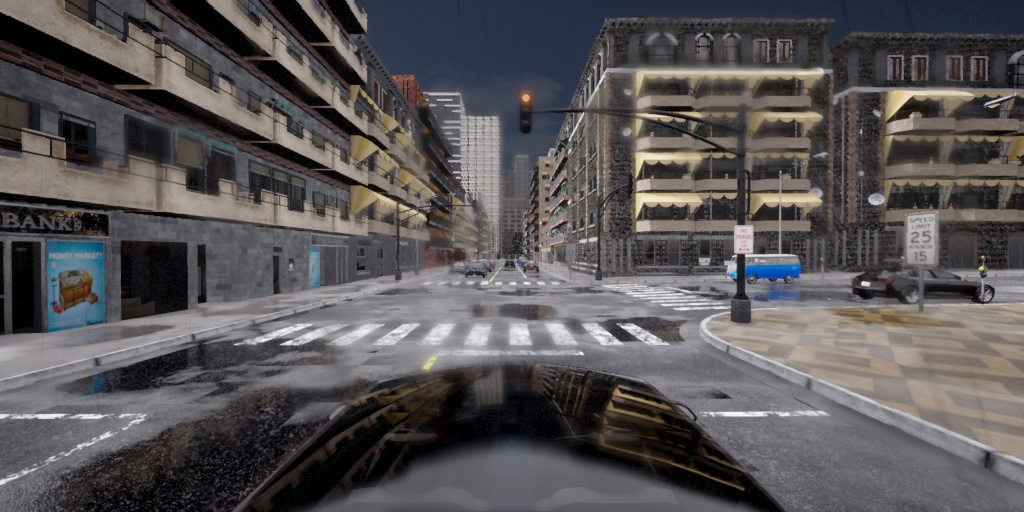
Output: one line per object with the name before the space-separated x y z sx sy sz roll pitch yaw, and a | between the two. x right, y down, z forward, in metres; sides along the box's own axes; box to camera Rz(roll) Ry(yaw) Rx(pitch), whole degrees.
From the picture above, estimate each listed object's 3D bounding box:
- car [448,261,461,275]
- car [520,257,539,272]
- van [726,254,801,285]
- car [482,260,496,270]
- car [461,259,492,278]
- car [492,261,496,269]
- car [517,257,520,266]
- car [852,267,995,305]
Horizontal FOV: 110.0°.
car | -5.975 1.305 39.937 2.007 1.370 4.403 0 0 0
car | 2.364 1.198 45.522 1.967 1.591 4.097 0 0 0
van | 15.505 0.783 22.214 3.998 1.789 1.690 0 0 -1
car | -3.486 1.365 54.730 1.895 1.301 4.718 0 0 0
car | -3.340 1.300 34.536 2.033 1.411 5.357 0 0 0
car | -3.416 1.305 44.620 2.033 1.411 5.357 0 0 0
car | 2.240 1.320 62.105 2.007 1.370 4.403 0 0 0
car | 15.686 1.077 13.836 4.313 1.339 1.948 0 0 -1
